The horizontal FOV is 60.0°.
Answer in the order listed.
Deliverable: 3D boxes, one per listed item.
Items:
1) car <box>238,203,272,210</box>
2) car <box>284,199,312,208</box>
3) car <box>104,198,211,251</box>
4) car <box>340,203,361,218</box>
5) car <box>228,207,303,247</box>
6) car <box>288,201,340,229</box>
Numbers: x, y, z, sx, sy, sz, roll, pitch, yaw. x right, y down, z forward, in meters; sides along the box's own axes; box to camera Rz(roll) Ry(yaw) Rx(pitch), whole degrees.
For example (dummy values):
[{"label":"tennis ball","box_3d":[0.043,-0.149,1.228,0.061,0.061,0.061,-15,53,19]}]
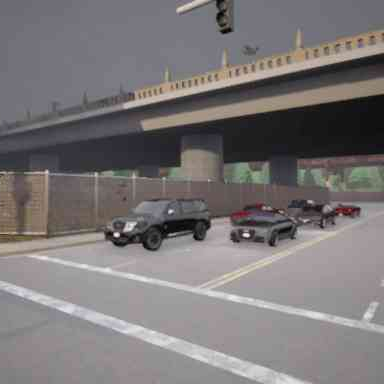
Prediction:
[{"label":"car","box_3d":[4.391,1.562,23.041,1.882,1.535,5.008,0,0,35]},{"label":"car","box_3d":[10.188,1.444,31.189,2.097,1.767,4.553,0,0,35]},{"label":"car","box_3d":[-1.297,1.298,15.048,2.150,2.045,5.566,0,0,36]},{"label":"car","box_3d":[14.301,1.682,30.932,1.895,1.301,4.718,0,0,36]},{"label":"car","box_3d":[3.424,1.631,15.636,1.994,1.385,4.181,0,0,35]},{"label":"car","box_3d":[8.433,1.578,22.686,1.837,1.490,4.892,0,0,35]}]
